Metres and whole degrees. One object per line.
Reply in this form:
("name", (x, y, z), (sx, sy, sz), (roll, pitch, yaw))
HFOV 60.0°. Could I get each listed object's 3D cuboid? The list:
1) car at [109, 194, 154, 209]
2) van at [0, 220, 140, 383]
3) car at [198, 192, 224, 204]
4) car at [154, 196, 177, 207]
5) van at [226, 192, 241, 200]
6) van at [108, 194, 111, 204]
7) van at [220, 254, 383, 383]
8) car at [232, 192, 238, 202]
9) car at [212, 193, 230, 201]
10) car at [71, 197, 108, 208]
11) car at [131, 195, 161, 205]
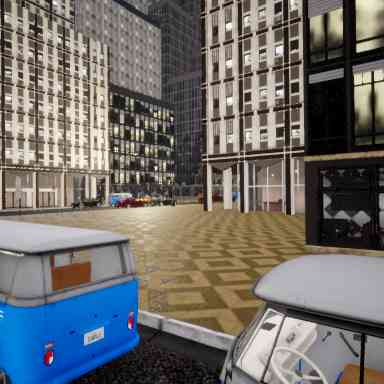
("car", (-7.037, 1.267, 38.886), (1.887, 1.381, 4.507), (0, 0, 36))
("van", (-2.574, 1.342, 4.728), (3.998, 1.788, 1.690), (0, -1, 36))
("car", (2.963, 0.909, 52.525), (2.192, 1.841, 5.009), (0, 0, 36))
("car", (-3.704, 1.231, 43.433), (2.008, 1.369, 4.403), (0, 0, 36))
("van", (9.527, 0.872, 75.647), (1.690, 1.788, 3.998), (0, 0, 36))
("van", (-10.485, 1.136, 48.356), (1.690, 1.788, 3.998), (0, 0, 36))
("van", (1.964, 1.341, 1.486), (3.998, 1.788, 1.690), (0, -1, 36))
("car", (6.299, 1.101, 57.072), (2.008, 1.369, 4.403), (0, 0, 36))
("car", (6.193, 1.017, 71.098), (1.967, 1.590, 4.097), (0, 0, 36))
("car", (-13.819, 1.404, 43.808), (1.947, 1.339, 4.313), (0, 0, 36))
("car", (-7.249, 1.279, 52.768), (1.752, 1.417, 4.829), (0, 0, 36))
